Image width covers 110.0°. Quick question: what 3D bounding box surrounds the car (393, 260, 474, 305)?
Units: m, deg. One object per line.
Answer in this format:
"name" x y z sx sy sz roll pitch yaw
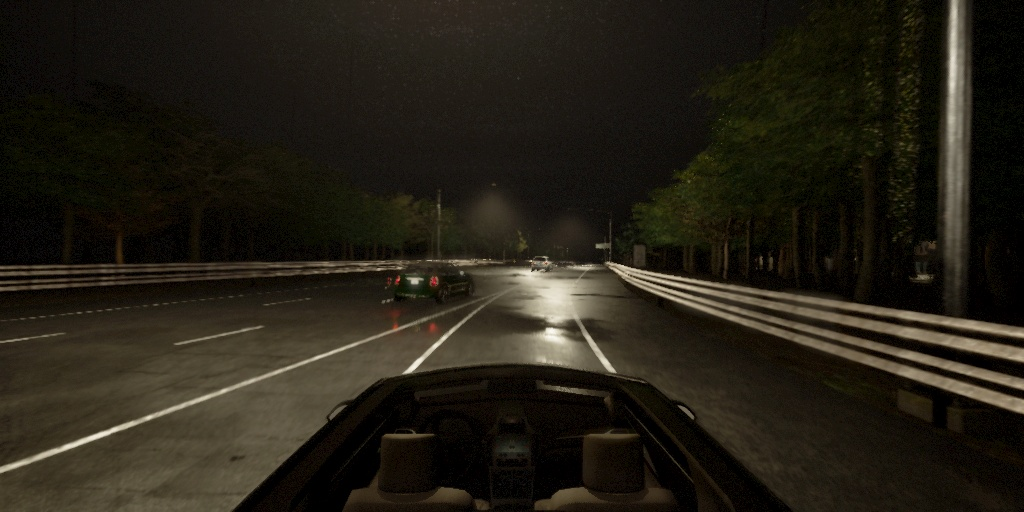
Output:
"car" -3.293 1.050 16.008 2.097 1.767 4.553 1 0 13

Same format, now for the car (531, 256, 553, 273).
"car" 3.921 1.088 46.432 2.150 2.045 5.566 1 0 13
